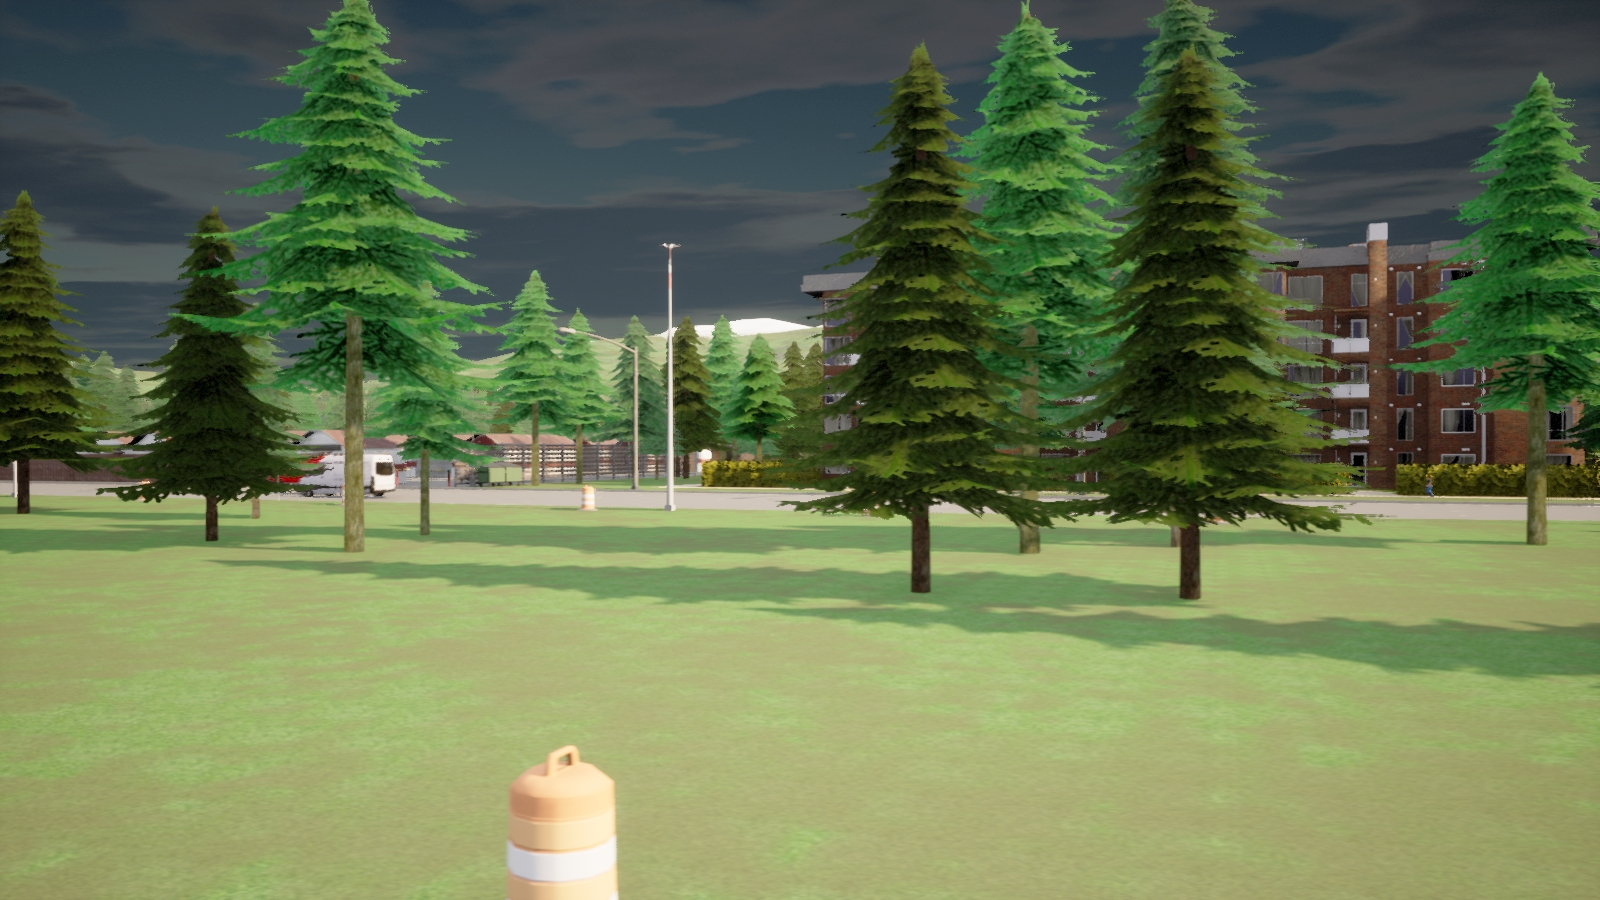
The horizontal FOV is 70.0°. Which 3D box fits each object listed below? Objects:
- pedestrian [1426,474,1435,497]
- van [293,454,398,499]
[{"bbox_3d":[35.330,1.977,63.983,0.375,1.300,0.375,0,0,19],"label":"pedestrian"},{"bbox_3d":[-26.864,1.531,67.504,5.915,2.561,1.988,0,0,20],"label":"van"}]
